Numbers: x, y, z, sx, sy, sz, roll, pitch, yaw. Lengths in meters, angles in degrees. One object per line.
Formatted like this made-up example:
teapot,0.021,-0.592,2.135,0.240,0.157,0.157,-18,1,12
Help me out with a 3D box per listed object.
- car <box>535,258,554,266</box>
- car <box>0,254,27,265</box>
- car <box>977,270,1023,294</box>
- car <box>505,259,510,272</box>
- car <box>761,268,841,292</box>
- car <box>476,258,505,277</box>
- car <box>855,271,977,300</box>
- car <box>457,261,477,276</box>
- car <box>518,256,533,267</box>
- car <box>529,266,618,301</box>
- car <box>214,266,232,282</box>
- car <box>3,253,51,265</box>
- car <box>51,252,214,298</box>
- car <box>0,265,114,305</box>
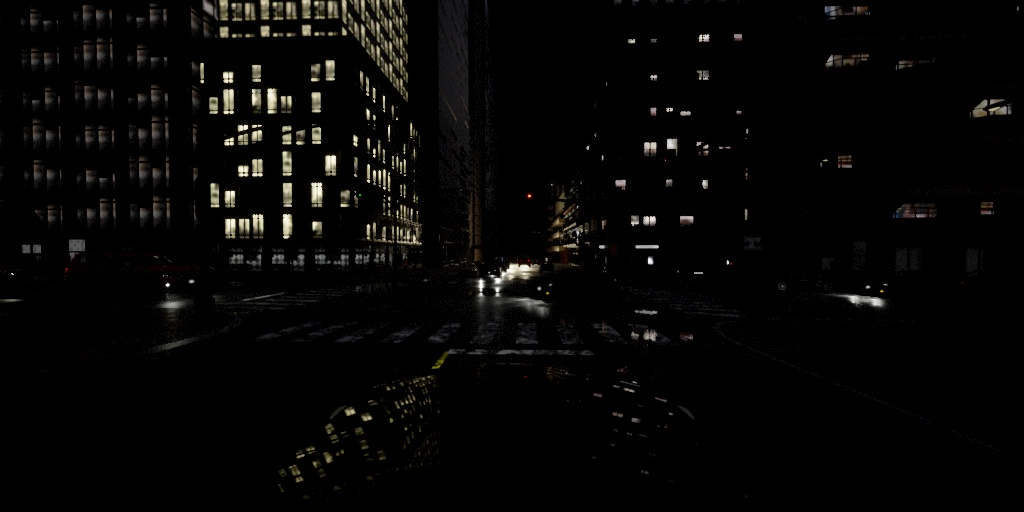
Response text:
car,4.071,1.289,42.388,2.007,1.370,4.403,0,0,2
car,-27.860,0.893,17.829,4.553,1.767,2.097,0,1,3
car,28.028,1.461,20.921,4.507,1.381,1.888,0,0,3
car,-1.636,1.302,44.650,1.994,1.385,4.181,0,0,2
car,16.975,1.375,21.459,4.403,1.370,2.007,0,0,3
car,-1.984,1.245,34.753,1.837,1.490,4.892,0,0,2
car,20.640,1.464,18.681,4.181,1.385,1.994,1,1,3
car,-4.505,1.265,36.856,1.751,1.417,4.829,0,0,2
car,2.207,0.955,63.500,2.150,2.045,5.566,0,0,2
car,3.019,1.309,17.218,4.181,1.385,1.994,0,0,-26
car,-20.961,1.029,23.269,4.829,1.417,1.751,0,0,3
car,-32.893,0.713,23.886,5.009,1.841,2.192,0,0,3
car,-18.152,0.846,17.355,5.566,2.045,2.150,1,1,3
car,-19.869,1.204,14.892,4.403,1.370,2.007,0,0,3
